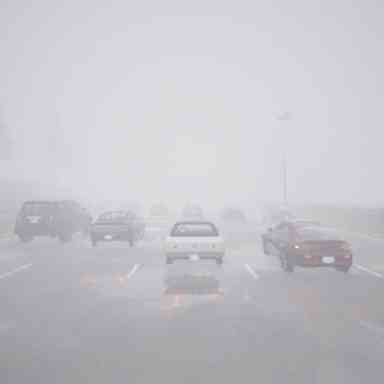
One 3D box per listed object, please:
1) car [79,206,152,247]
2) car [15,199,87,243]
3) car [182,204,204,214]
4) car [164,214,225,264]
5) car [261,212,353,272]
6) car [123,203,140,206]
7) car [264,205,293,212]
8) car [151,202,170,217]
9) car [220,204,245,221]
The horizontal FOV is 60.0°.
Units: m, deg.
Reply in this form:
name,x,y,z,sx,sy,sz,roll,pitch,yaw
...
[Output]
name,x,y,z,sx,sy,sz,roll,pitch,yaw
car,-3.402,1.643,15.901,2.128,1.511,4.902,0,0,0
car,-6.902,1.386,17.227,2.150,2.045,5.566,0,0,0
car,0.096,1.868,32.160,1.994,1.385,4.181,0,0,0
car,0.084,1.719,12.359,1.895,1.301,4.718,0,-1,0
car,3.599,1.631,11.064,1.812,1.442,4.674,0,0,0
car,-6.904,1.917,37.350,1.994,1.385,4.181,0,0,0
car,7.097,1.784,27.352,1.812,1.442,4.674,0,0,0
car,-3.404,1.813,35.547,1.882,1.535,5.008,0,0,0
car,3.597,1.808,29.941,1.812,1.442,4.674,0,0,0
